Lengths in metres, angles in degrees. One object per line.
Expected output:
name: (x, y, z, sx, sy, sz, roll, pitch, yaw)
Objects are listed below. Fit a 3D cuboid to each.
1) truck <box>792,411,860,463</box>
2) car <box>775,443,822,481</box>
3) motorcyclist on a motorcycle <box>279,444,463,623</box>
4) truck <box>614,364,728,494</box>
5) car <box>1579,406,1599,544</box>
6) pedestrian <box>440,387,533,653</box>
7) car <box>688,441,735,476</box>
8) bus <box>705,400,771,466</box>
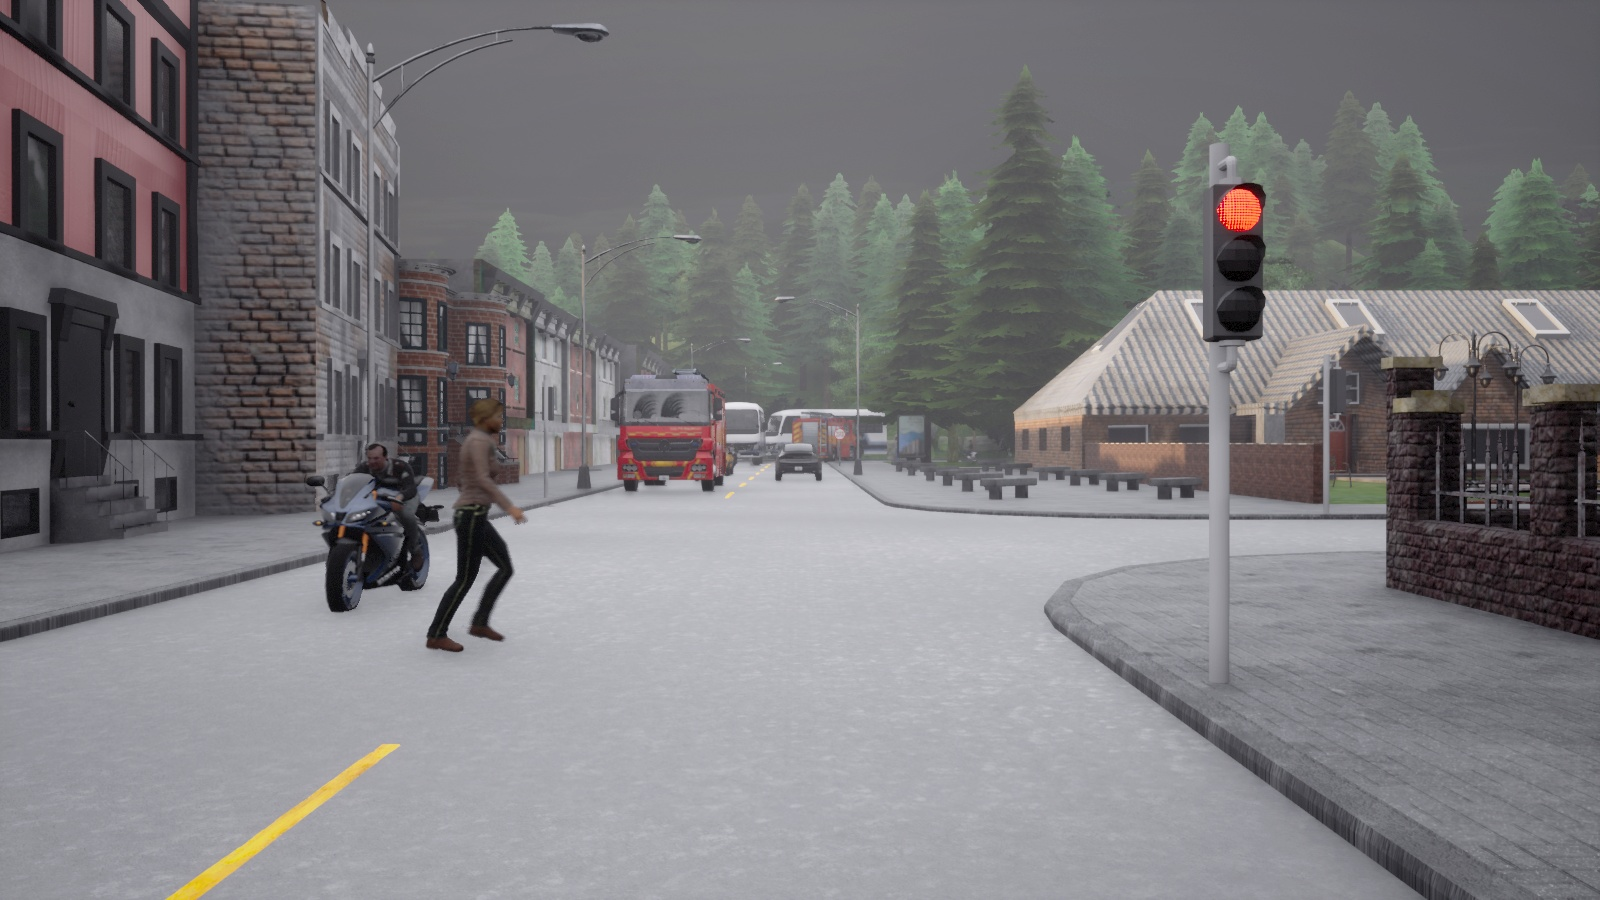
truck: (2.102, -0.962, 97.190, 2.891, 3.827, 8.468, 0, 0, 18)
car: (-0.055, 0.460, 51.536, 1.837, 1.490, 4.892, 0, 0, 0)
motorcyclist on a motorcycle: (-4.003, 0.711, 11.938, 0.866, 1.530, 2.191, 0, 1, 4)
truck: (-4.048, -0.654, 41.252, 2.891, 3.827, 8.468, 0, 0, 0)
car: (14.694, 0.375, 18.153, 5.566, 2.045, 2.150, 0, 0, -1)
pedestrian: (-2.234, 0.484, 8.953, 0.634, 1.846, 0.331, 0, 0, -14)
car: (-4.051, 0.354, 58.196, 1.801, 1.575, 5.366, 0, 0, 0)
bus: (-4.169, -1.124, 86.943, 3.944, 4.253, 10.273, 0, 0, 1)
